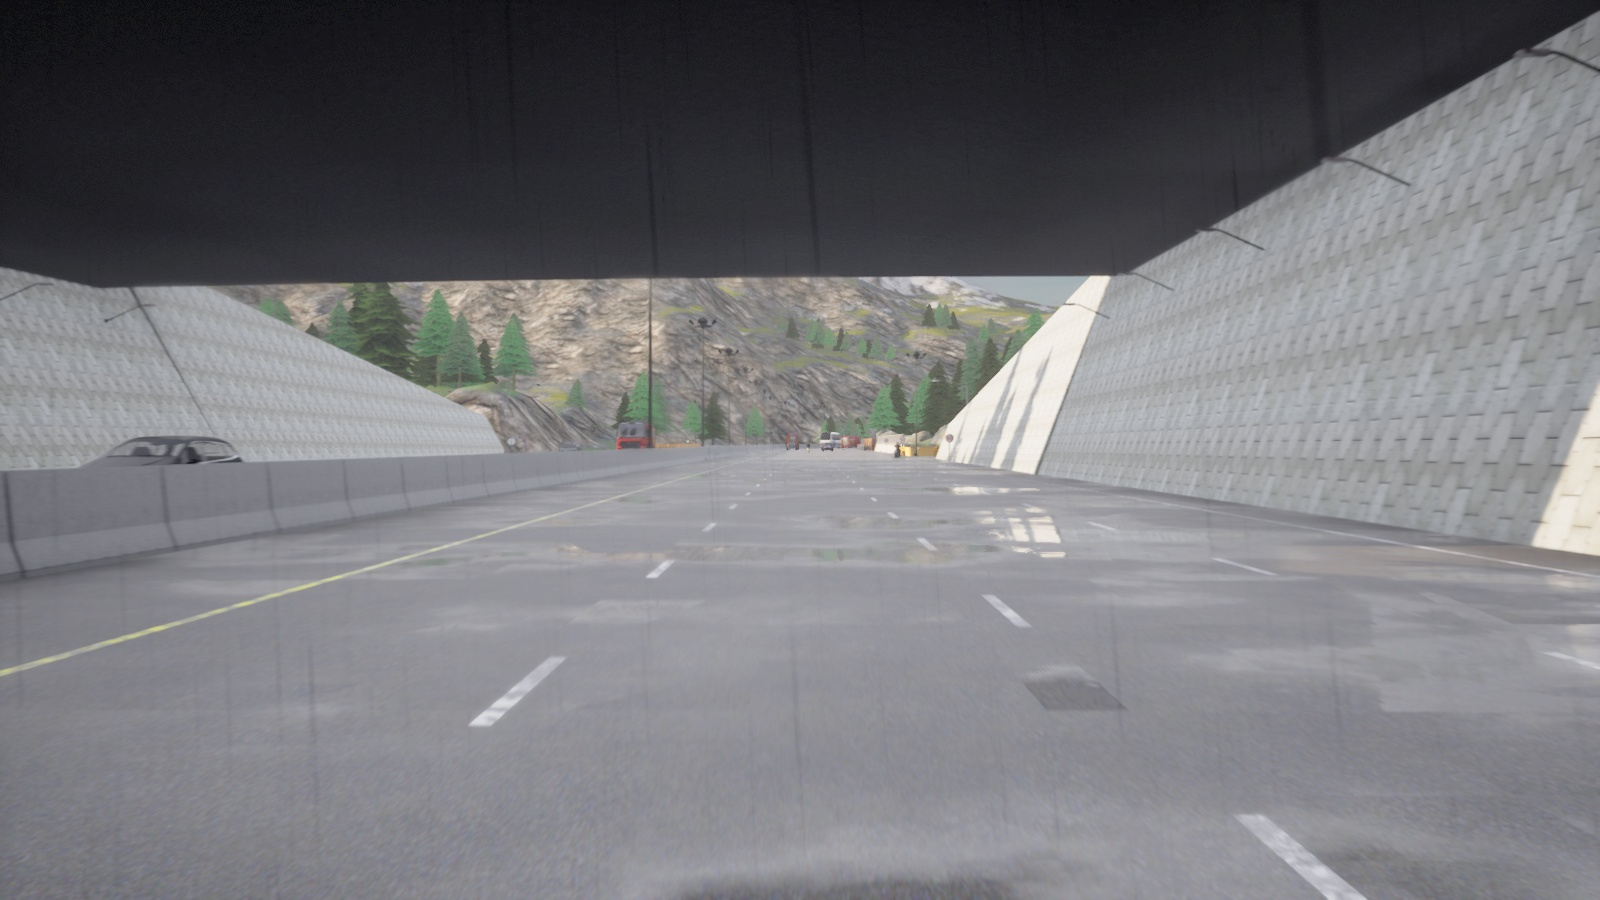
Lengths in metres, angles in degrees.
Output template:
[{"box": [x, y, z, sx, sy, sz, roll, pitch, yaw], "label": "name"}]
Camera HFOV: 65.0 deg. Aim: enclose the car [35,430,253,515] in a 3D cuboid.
[{"box": [-13.832, 0.430, 26.875, 2.242, 1.667, 4.611, 0, 0, 0], "label": "car"}]
